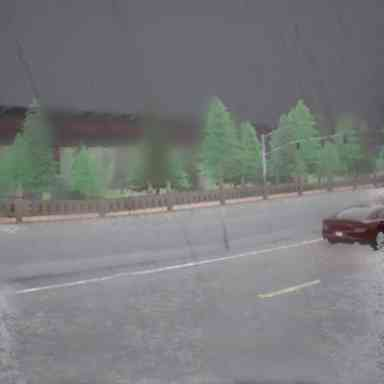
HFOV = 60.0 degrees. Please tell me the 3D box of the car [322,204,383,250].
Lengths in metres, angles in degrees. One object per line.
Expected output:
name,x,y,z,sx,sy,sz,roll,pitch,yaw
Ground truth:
car,7.291,1.225,13.404,5.008,1.535,1.882,-4,2,-36
